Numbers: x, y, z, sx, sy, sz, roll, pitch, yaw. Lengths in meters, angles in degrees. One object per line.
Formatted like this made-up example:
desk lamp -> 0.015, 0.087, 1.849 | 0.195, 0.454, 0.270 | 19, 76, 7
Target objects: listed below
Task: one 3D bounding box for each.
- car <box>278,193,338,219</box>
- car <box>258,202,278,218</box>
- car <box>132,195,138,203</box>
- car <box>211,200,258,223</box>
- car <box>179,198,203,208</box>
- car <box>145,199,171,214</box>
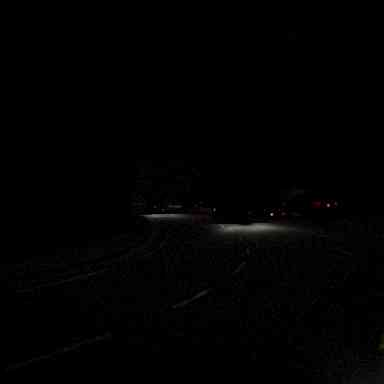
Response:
car -> 9.706, 1.105, 27.685 | 2.150, 2.045, 5.566 | 0, 0, -12
car -> 5.853, 1.510, 28.759 | 1.895, 1.301, 4.718 | 0, 0, -14
car -> -11.687, 1.302, 64.401 | 1.812, 1.442, 4.674 | 0, 0, -22
car -> 2.884, 1.414, 25.097 | 1.882, 1.535, 5.008 | 0, 0, -12
car -> -0.222, 1.523, 45.436 | 1.895, 1.301, 4.718 | 0, 0, -22
car -> -3.665, 1.492, 34.660 | 1.812, 1.442, 4.674 | 0, 0, -21
